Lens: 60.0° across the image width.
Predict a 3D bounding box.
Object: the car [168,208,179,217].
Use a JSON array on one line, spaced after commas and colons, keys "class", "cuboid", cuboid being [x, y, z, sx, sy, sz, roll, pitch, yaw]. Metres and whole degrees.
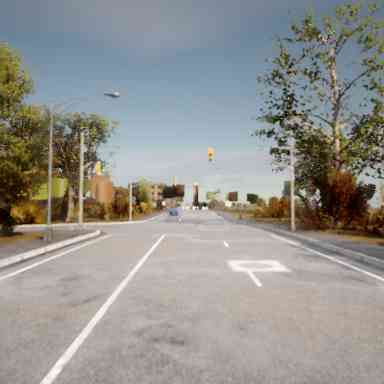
[{"class": "car", "cuboid": [-3.597, 4.022, 66.300, 1.882, 1.535, 5.008, 0, -1, 0]}]
